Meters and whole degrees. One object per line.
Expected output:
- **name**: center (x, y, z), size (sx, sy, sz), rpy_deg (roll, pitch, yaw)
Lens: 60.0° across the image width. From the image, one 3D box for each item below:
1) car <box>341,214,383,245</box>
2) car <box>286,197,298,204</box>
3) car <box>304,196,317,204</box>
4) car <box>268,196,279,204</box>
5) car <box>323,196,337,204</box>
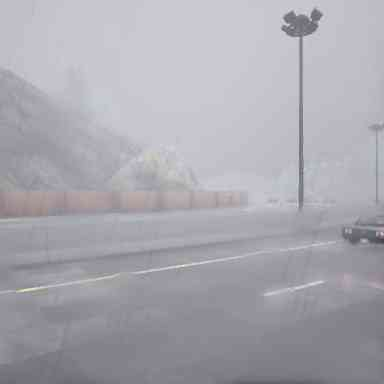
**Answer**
- **car**: center (8.462, 1.616, 14.377), size (4.718, 1.301, 1.895), rpy_deg (0, 0, -39)
- **car**: center (19.316, 1.584, 64.337), size (1.994, 1.385, 4.181), rpy_deg (0, 0, 13)
- **car**: center (22.889, 1.527, 64.160), size (2.128, 1.511, 4.902), rpy_deg (0, 0, 11)
- **car**: center (15.962, 1.501, 65.342), size (1.882, 1.535, 5.008), rpy_deg (0, 0, 12)
- **car**: center (26.319, 1.507, 63.372), size (2.033, 1.411, 5.357), rpy_deg (0, 0, 13)
